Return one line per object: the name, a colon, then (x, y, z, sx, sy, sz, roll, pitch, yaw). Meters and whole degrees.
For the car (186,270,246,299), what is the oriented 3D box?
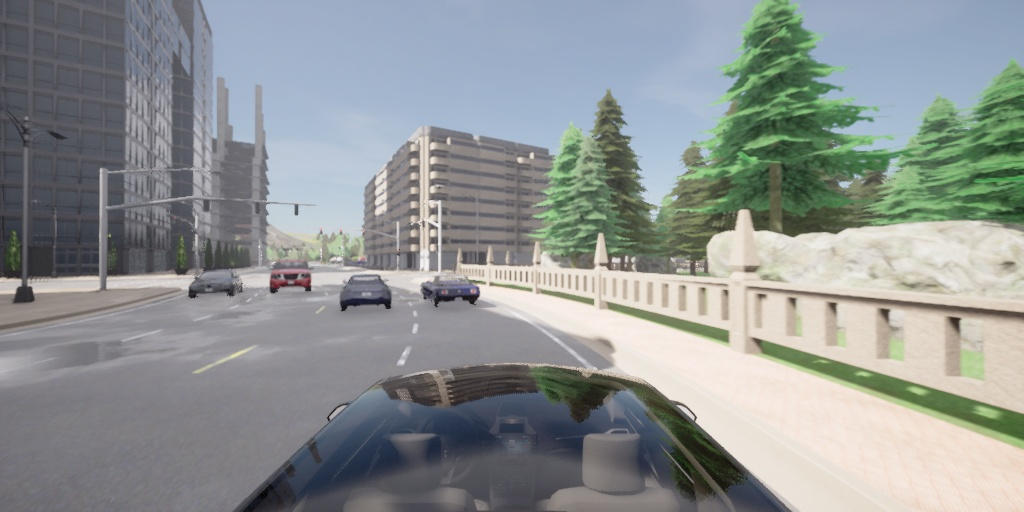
car: (-16.625, 1.509, 20.350, 1.812, 1.442, 4.674, 0, -1, -29)

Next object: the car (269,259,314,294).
car: (-14.268, 1.233, 23.307, 2.150, 2.045, 5.566, 0, -1, -30)

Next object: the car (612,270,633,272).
car: (18.262, 1.905, 56.519, 4.718, 1.301, 1.895, 0, -1, -31)

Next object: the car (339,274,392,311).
car: (-6.447, 1.474, 15.791, 1.994, 1.385, 4.181, 0, -1, -23)

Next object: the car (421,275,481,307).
car: (-3.027, 1.510, 16.719, 1.895, 1.301, 4.718, 0, -1, -23)
